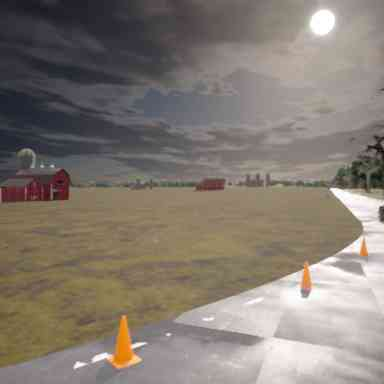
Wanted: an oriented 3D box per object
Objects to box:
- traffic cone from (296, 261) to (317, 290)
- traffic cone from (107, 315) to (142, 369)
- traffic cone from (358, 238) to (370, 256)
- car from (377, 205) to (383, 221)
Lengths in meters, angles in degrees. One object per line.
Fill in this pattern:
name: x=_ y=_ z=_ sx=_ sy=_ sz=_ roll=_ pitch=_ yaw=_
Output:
traffic cone: x=2.606 y=1.875 z=7.562 sx=0.340 sy=0.580 sz=0.340 roll=0 pitch=1 yaw=45
traffic cone: x=-0.894 y=1.929 z=4.388 sx=0.340 sy=0.580 sz=0.340 roll=-1 pitch=1 yaw=-39
traffic cone: x=5.735 y=1.817 z=11.102 sx=0.340 sy=0.580 sz=0.340 roll=0 pitch=1 yaw=38
car: x=12.925 y=1.256 z=20.405 sx=2.033 sy=1.411 sz=5.357 roll=0 pitch=1 yaw=17
